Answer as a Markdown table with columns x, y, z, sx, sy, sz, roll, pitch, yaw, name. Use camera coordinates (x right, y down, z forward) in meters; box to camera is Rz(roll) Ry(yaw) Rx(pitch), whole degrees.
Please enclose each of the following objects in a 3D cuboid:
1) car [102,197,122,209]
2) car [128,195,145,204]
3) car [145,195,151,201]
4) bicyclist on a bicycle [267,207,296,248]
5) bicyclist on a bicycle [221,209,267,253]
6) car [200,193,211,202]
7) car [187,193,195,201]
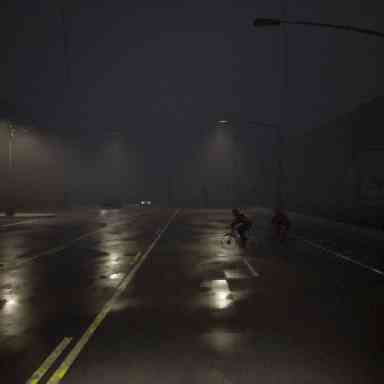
| x | y | z | sx | sy | sz | roll | pitch | yaw | name |
| --- | --- | --- | --- | --- | --- | --- | --- | --- | --- |
| -10.698 | 1.477 | 44.773 | 1.882 | 1.535 | 5.008 | 0 | 0 | 0 | car |
| -10.690 | 1.538 | 62.815 | 2.033 | 1.411 | 5.357 | 0 | 0 | 0 | car |
| -10.679 | 1.451 | 77.971 | 1.895 | 1.301 | 4.718 | 0 | 1 | 0 | car |
| 3.603 | 1.452 | 13.638 | 0.582 | 1.620 | 1.656 | 0 | -2 | -31 | bicyclist on a bicycle |
| 1.802 | 1.454 | 12.524 | 1.656 | 1.620 | 0.582 | -3 | -1 | 33 | bicyclist on a bicycle |
| 3.335 | 1.389 | 75.566 | 1.837 | 1.490 | 4.892 | 0 | 1 | 0 | car |
| -0.185 | 1.354 | 80.657 | 2.033 | 1.411 | 5.357 | 0 | 1 | 0 | car |
